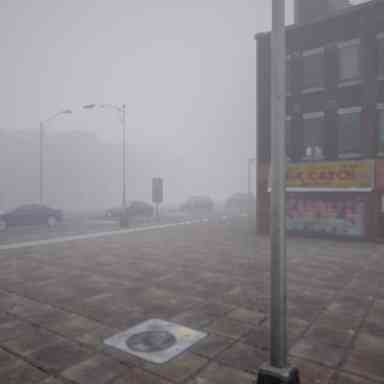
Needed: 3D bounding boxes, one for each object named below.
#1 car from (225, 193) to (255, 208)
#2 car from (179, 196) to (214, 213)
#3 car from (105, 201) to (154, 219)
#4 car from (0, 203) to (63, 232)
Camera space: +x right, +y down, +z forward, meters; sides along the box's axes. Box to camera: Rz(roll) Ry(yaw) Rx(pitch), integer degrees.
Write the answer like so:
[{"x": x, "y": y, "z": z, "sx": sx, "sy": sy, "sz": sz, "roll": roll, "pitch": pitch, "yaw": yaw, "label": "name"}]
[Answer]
[{"x": 6.635, "y": 1.096, "z": 45.103, "sx": 2.150, "sy": 2.045, "sz": 5.566, "roll": 0, "pitch": 0, "yaw": 35, "label": "car"}, {"x": 0.536, "y": 1.266, "z": 36.470, "sx": 2.097, "sy": 1.767, "sz": 4.553, "roll": 0, "pitch": 0, "yaw": 35, "label": "car"}, {"x": -5.192, "y": 1.479, "z": 28.328, "sx": 1.812, "sy": 1.442, "sz": 4.674, "roll": 0, "pitch": 0, "yaw": 35, "label": "car"}, {"x": -10.563, "y": 1.469, "z": 20.678, "sx": 1.882, "sy": 1.535, "sz": 5.008, "roll": 0, "pitch": 0, "yaw": 35, "label": "car"}]
